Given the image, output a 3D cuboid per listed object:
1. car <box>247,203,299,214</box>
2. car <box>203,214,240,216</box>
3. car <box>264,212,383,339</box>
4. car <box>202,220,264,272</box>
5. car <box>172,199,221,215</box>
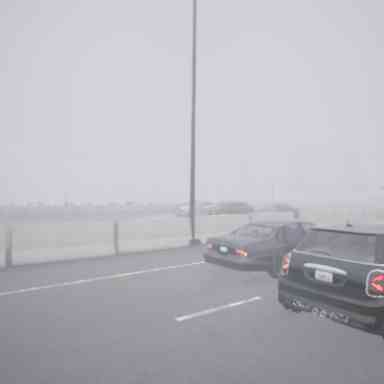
[{"bbox_3d":[6.615,1.564,25.900,4.181,1.385,1.994,0,0,-35],"label":"car"},{"bbox_3d":[3.102,1.497,27.694,4.892,1.490,1.837,0,0,-35],"label":"car"},{"bbox_3d":[3.799,1.335,6.455,4.553,1.767,2.097,0,0,-35],"label":"car"},{"bbox_3d":[2.863,1.529,10.085,5.357,1.411,2.033,0,0,-35],"label":"car"},{"bbox_3d":[0.529,1.505,34.456,4.892,1.490,1.837,0,0,-35],"label":"car"}]
